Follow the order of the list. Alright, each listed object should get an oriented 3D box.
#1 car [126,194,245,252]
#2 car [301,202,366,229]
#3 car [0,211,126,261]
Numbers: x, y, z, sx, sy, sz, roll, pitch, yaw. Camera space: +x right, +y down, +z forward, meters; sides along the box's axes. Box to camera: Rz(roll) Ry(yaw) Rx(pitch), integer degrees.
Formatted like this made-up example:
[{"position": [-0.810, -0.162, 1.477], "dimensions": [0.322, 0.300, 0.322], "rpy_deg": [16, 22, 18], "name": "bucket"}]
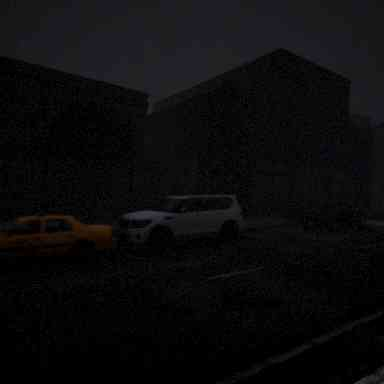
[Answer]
[{"position": [-0.306, 1.123, 13.720], "dimensions": [5.566, 2.045, 2.435], "rpy_deg": [0, 0, -36], "name": "car"}, {"position": [8.658, 1.341, 20.177], "dimensions": [4.792, 1.488, 2.163], "rpy_deg": [0, 0, -36], "name": "car"}, {"position": [-5.022, 1.404, 10.331], "dimensions": [5.366, 1.575, 1.946], "rpy_deg": [0, 0, -36], "name": "car"}]
